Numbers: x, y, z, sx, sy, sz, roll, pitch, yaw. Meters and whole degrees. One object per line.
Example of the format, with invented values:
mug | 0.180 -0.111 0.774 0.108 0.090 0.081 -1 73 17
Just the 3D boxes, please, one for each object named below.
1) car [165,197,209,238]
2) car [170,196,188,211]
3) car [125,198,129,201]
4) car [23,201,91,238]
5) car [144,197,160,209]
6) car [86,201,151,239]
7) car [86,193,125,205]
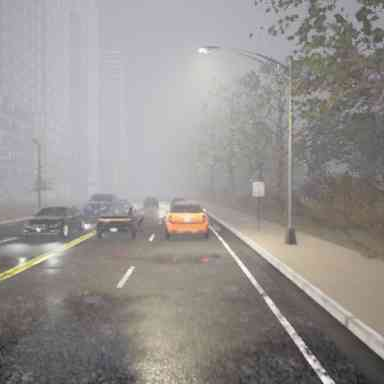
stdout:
car | -0.289 1.294 17.447 2.097 1.767 4.553 0 0 -2
car | -1.605 1.340 39.584 1.882 1.535 5.008 0 0 -5
car | -8.073 1.421 38.077 2.033 1.411 5.357 0 0 -5
car | -6.958 1.452 17.283 1.837 1.490 4.892 0 0 -3
car | -5.170 1.332 42.572 1.882 1.535 5.008 0 0 -5
car | -3.520 1.438 16.989 2.128 1.511 4.902 0 0 -2
car | -7.350 1.132 27.640 2.150 2.045 5.566 0 0 -3
